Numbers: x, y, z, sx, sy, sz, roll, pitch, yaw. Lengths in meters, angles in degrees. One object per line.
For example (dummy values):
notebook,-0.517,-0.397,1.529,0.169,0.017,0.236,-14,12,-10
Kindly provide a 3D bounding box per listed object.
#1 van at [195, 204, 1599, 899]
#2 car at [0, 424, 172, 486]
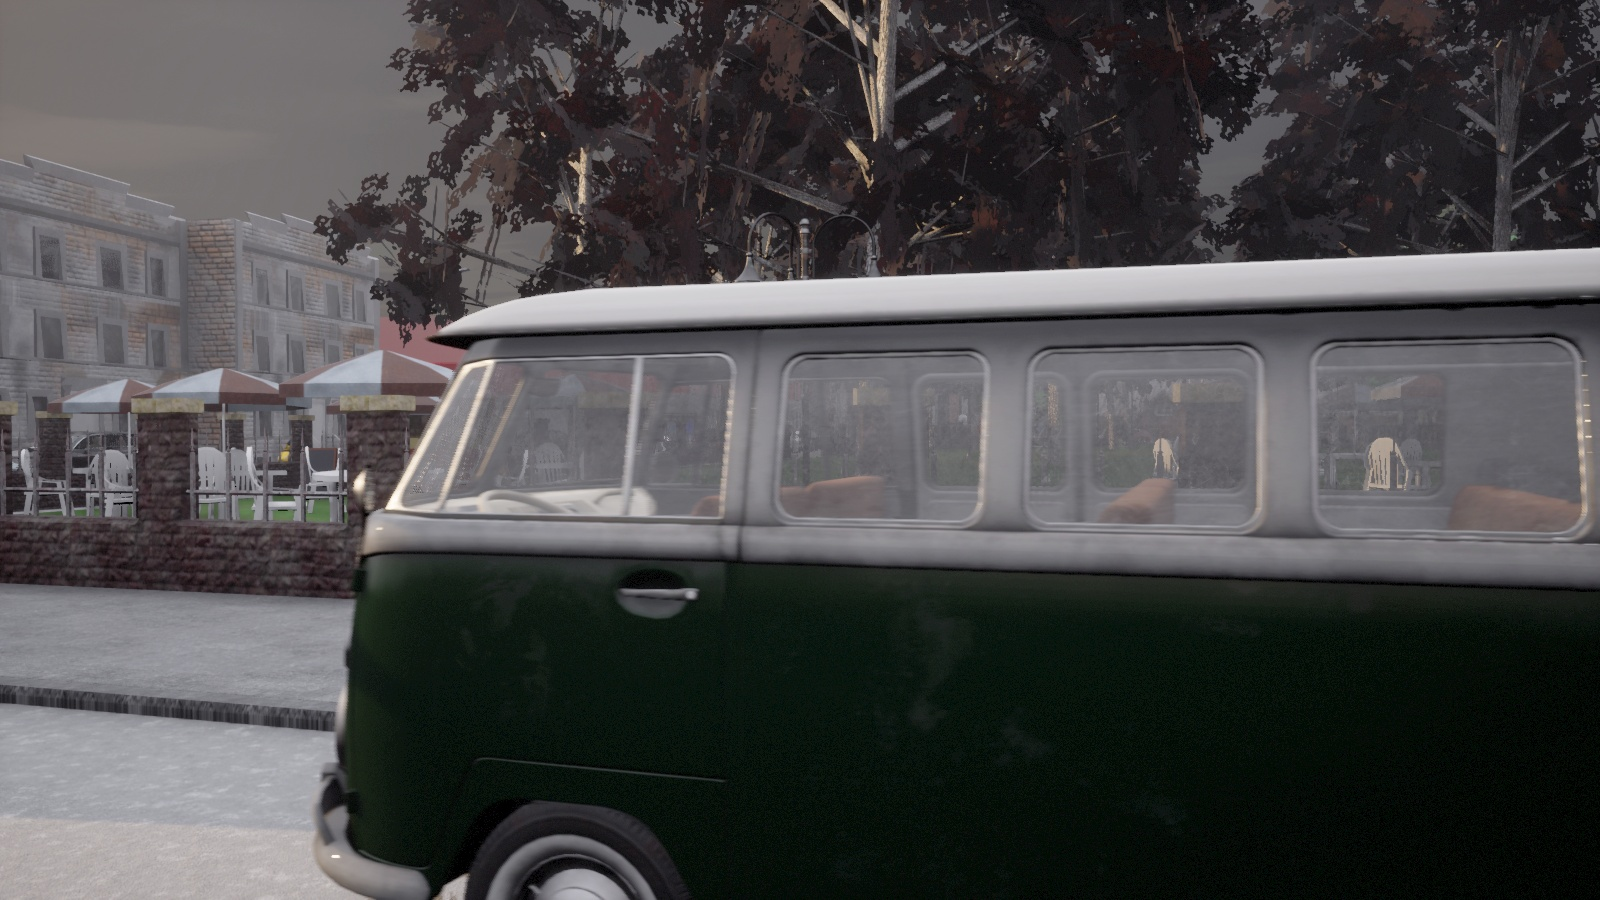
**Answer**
van,0.801,0.527,3.440,4.442,1.987,1.775,1,1,18
car,-20.779,0.100,36.110,2.033,1.649,4.856,1,1,18
